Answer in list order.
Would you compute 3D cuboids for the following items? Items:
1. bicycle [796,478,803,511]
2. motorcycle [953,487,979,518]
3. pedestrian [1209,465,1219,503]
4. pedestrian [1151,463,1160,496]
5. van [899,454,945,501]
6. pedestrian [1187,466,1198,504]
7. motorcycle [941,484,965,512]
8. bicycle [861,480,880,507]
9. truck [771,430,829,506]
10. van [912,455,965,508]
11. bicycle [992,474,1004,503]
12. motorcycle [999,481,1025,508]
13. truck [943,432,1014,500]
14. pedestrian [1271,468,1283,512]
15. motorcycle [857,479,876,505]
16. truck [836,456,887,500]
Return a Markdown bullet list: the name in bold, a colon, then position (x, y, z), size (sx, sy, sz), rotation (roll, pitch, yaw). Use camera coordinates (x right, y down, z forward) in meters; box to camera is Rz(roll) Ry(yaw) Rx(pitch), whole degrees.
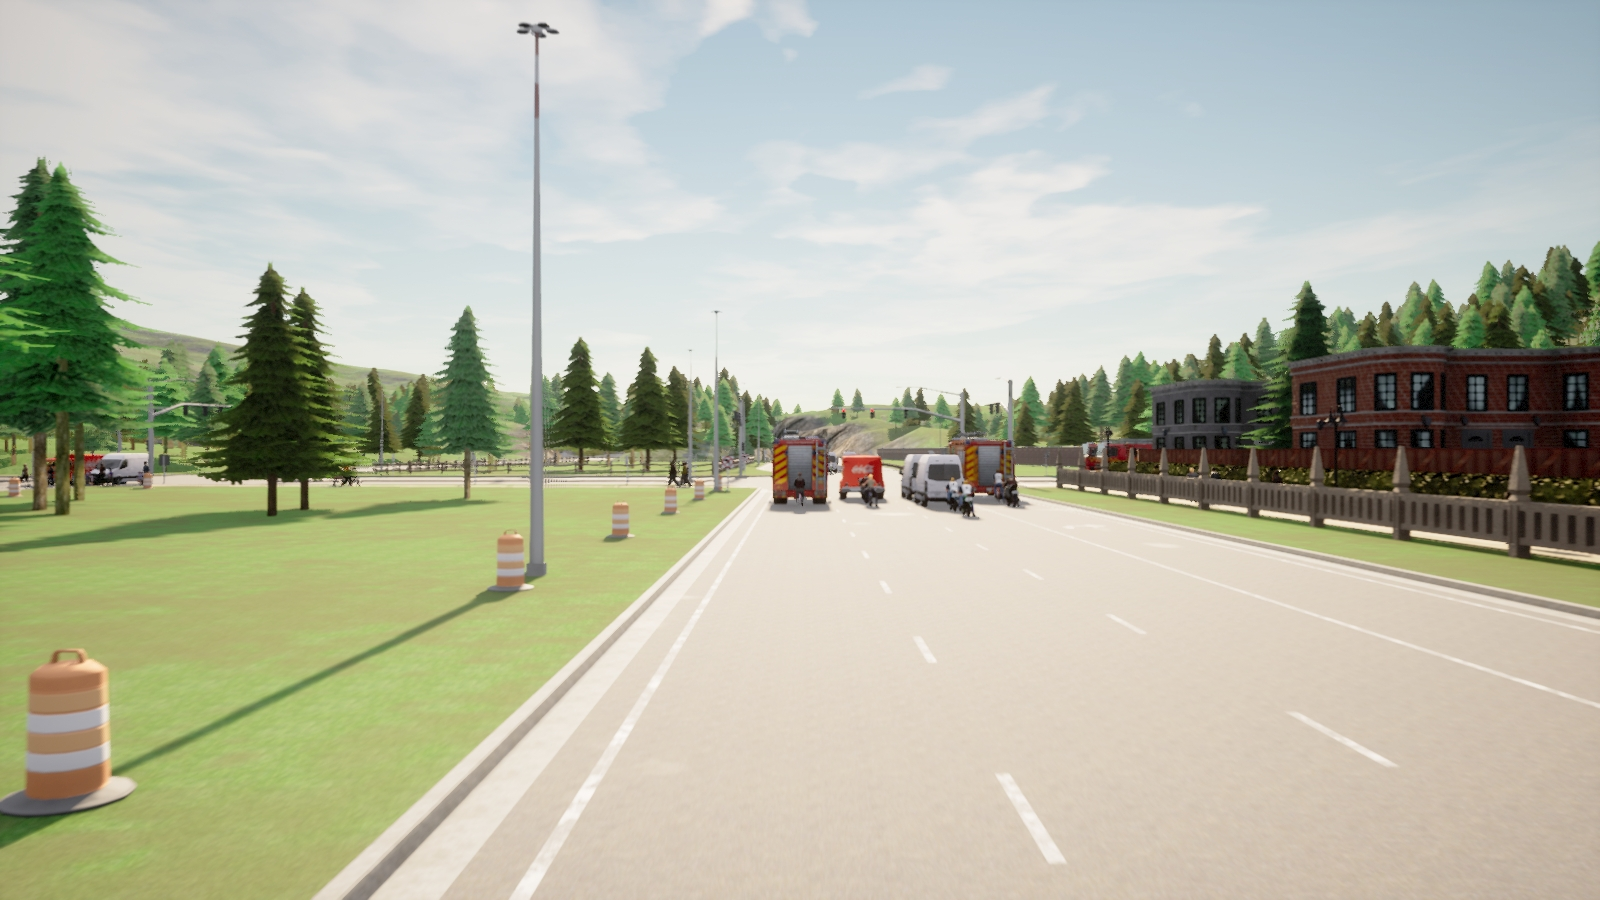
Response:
- **bicycle**: position (-0.007, 2.060, 53.457), size (0.329, 1.471, 1.835), rotation (0, 0, 0)
- **motorcycle**: position (6.999, 2.186, 48.140), size (0.803, 1.199, 2.033), rotation (0, 0, 0)
- **pedestrian**: position (20.745, 1.697, 57.290), size (0.375, 1.860, 0.375), rotation (0, 0, 0)
- **pedestrian**: position (20.510, 1.699, 65.927), size (0.375, 1.860, 0.375), rotation (0, 0, -2)
- **van**: position (6.996, 1.534, 66.087), size (1.988, 2.561, 5.915), rotation (0, 0, 0)
- **pedestrian**: position (19.297, 1.696, 56.164), size (0.375, 1.860, 0.375), rotation (0, 0, 0)
- **motorcycle**: position (6.999, 2.186, 52.328), size (0.803, 1.199, 2.033), rotation (0, 0, 0)
- **bicycle**: position (3.481, 2.158, 56.304), size (0.859, 1.277, 1.487), rotation (0, 0, 0)
- **truck**: position (-0.006, 0.891, 61.886), size (2.891, 3.827, 8.468), rotation (0, 0, 0)
- **van**: position (6.994, 1.535, 58.326), size (1.988, 2.561, 5.915), rotation (0, 0, 0)
- **bicycle**: position (10.499, 2.056, 60.684), size (0.373, 1.496, 1.643), rotation (0, 0, 0)
- **motorcycle**: position (10.499, 2.205, 56.723), size (0.867, 1.251, 2.209), rotation (0, 0, 0)
- **truck**: position (10.494, 0.891, 67.963), size (2.891, 3.827, 8.468), rotation (0, 0, 0)
- **pedestrian**: position (20.334, 1.697, 48.723), size (0.375, 1.860, 0.375), rotation (0, 0, 1)
- **motorcycle**: position (3.490, 2.205, 60.241), size (0.867, 1.251, 2.209), rotation (0, 0, 0)
- **truck**: position (3.507, 1.568, 66.035), size (2.627, 2.467, 5.204), rotation (0, 0, 0)
